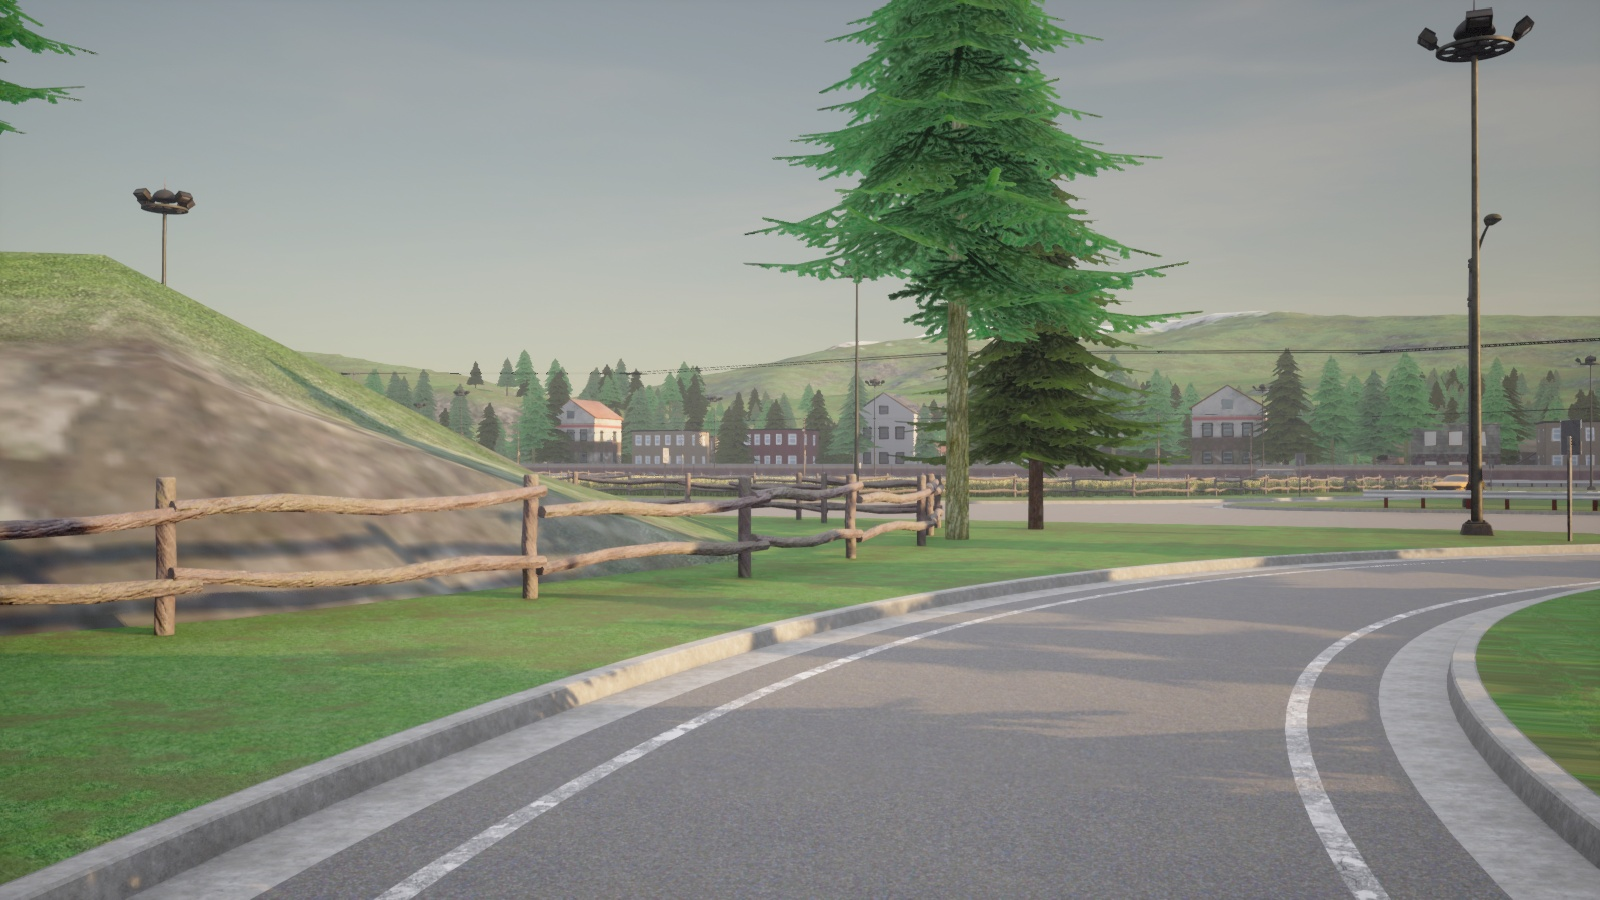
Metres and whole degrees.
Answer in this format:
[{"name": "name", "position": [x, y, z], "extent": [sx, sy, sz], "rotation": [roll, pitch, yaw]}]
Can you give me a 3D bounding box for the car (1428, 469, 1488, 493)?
[{"name": "car", "position": [42.258, 1.973, 80.592], "extent": [5.008, 1.535, 1.882], "rotation": [1, -1, -43]}]
